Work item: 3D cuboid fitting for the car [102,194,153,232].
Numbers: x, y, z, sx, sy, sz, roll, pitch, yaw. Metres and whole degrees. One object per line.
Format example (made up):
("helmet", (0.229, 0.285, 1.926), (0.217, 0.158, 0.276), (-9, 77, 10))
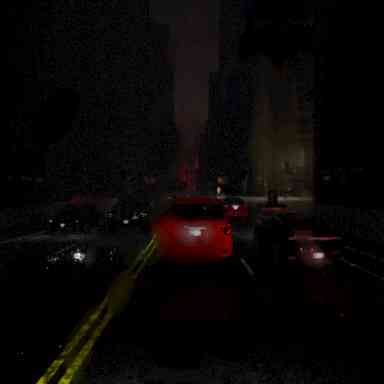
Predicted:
("car", (-3.345, 1.141, 19.639), (2.150, 2.045, 5.566), (0, 0, 0))

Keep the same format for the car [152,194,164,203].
("car", (-6.487, 1.217, 64.469), (1.882, 1.535, 5.008), (0, 0, 0))

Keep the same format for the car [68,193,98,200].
("car", (-23.828, 1.506, 72.677), (4.829, 1.417, 1.752), (-1, 1, 0))

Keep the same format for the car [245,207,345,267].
("car", (3.343, 1.446, 11.186), (2.128, 1.511, 4.902), (0, 0, 0))

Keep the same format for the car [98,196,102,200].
("car", (-23.966, 1.449, 81.205), (4.507, 1.381, 1.887), (-1, 1, 0))

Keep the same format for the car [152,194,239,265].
("car", (0.096, 1.175, 11.580), (2.150, 2.045, 5.566), (0, 0, 0))

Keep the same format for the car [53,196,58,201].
("car", (-34.140, 1.626, 81.243), (4.206, 1.307, 1.802), (-1, 1, 0))

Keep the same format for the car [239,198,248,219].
("car", (3.347, 1.236, 27.599), (2.097, 1.767, 4.553), (0, 0, 0))

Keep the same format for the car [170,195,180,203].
("car", (-3.237, 1.264, 64.469), (1.812, 1.442, 4.674), (0, 0, 0))

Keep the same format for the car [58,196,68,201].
("car", (-29.056, 1.290, 81.218), (5.009, 1.841, 2.192), (-1, 1, 0))

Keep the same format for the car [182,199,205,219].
("car", (0.101, 1.404, 28.909), (1.812, 1.442, 4.674), (0, 0, 0))

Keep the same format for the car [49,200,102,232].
("car", (-6.596, 1.427, 19.351), (1.837, 1.490, 4.892), (0, 0, 0))
